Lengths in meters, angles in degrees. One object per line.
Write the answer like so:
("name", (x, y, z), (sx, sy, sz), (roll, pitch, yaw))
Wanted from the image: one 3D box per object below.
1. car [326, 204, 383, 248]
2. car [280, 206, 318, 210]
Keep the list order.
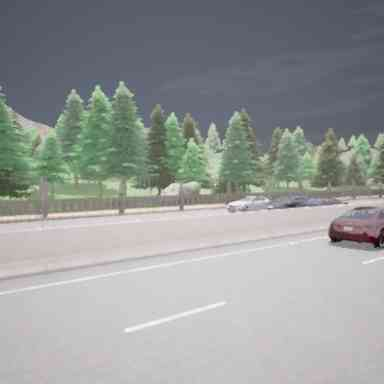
("car", (7.319, 1.267, 13.272), (4.181, 1.385, 1.994), (-2, 1, -36))
("car", (8.926, 1.096, 23.267), (5.357, 1.411, 2.033), (-1, 1, -36))
